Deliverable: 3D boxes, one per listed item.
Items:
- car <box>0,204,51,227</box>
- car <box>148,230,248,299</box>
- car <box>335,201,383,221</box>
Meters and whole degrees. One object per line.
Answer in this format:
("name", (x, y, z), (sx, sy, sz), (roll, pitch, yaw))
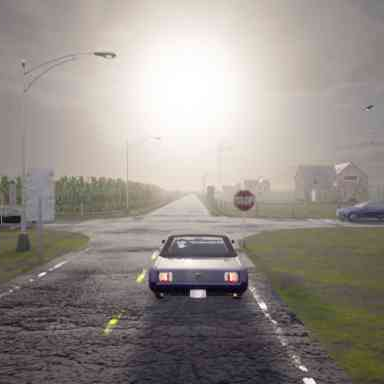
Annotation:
("car", (-12.282, 1.593, 22.783), (4.902, 1.511, 2.128), (-1, 0, -2))
("car", (0.154, 1.602, 8.391), (1.895, 1.301, 4.718), (0, 0, 1))
("car", (13.265, 1.408, 25.014), (4.674, 1.442, 1.812), (-1, 0, 0))
